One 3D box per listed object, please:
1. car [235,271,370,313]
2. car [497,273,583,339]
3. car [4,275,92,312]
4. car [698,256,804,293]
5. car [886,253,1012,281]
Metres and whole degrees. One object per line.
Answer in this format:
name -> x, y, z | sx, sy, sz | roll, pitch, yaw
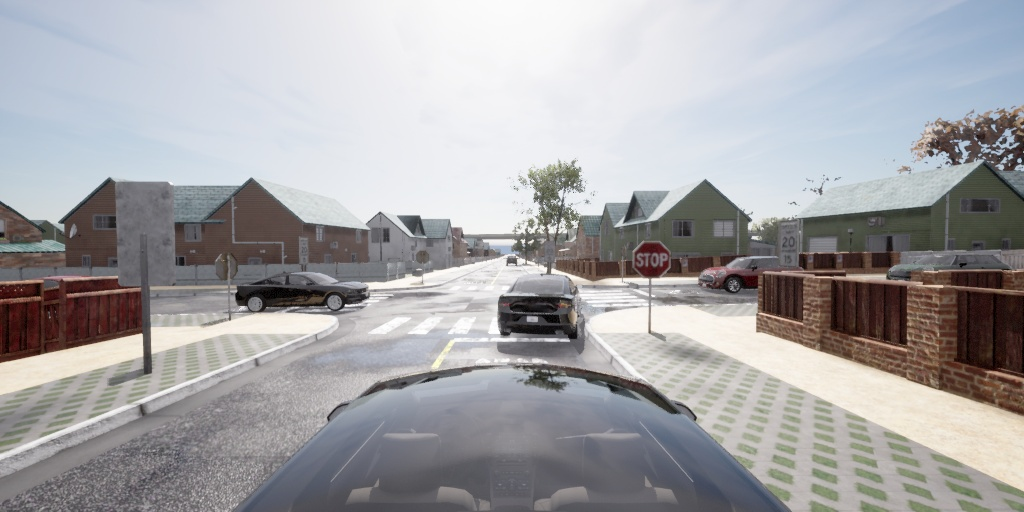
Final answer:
car -> -8.475, 1.377, 14.738 | 5.008, 1.535, 1.882 | -1, 2, 0
car -> 0.953, 1.224, 10.216 | 1.882, 1.535, 5.008 | 0, 0, 12
car -> -18.028, 1.546, 14.671 | 5.008, 1.535, 1.882 | -1, 2, 0
car -> 11.798, 0.820, 17.831 | 4.553, 1.767, 2.097 | -1, 2, 0
car -> 21.693, 0.646, 17.907 | 4.553, 1.767, 2.097 | -1, 2, 0
